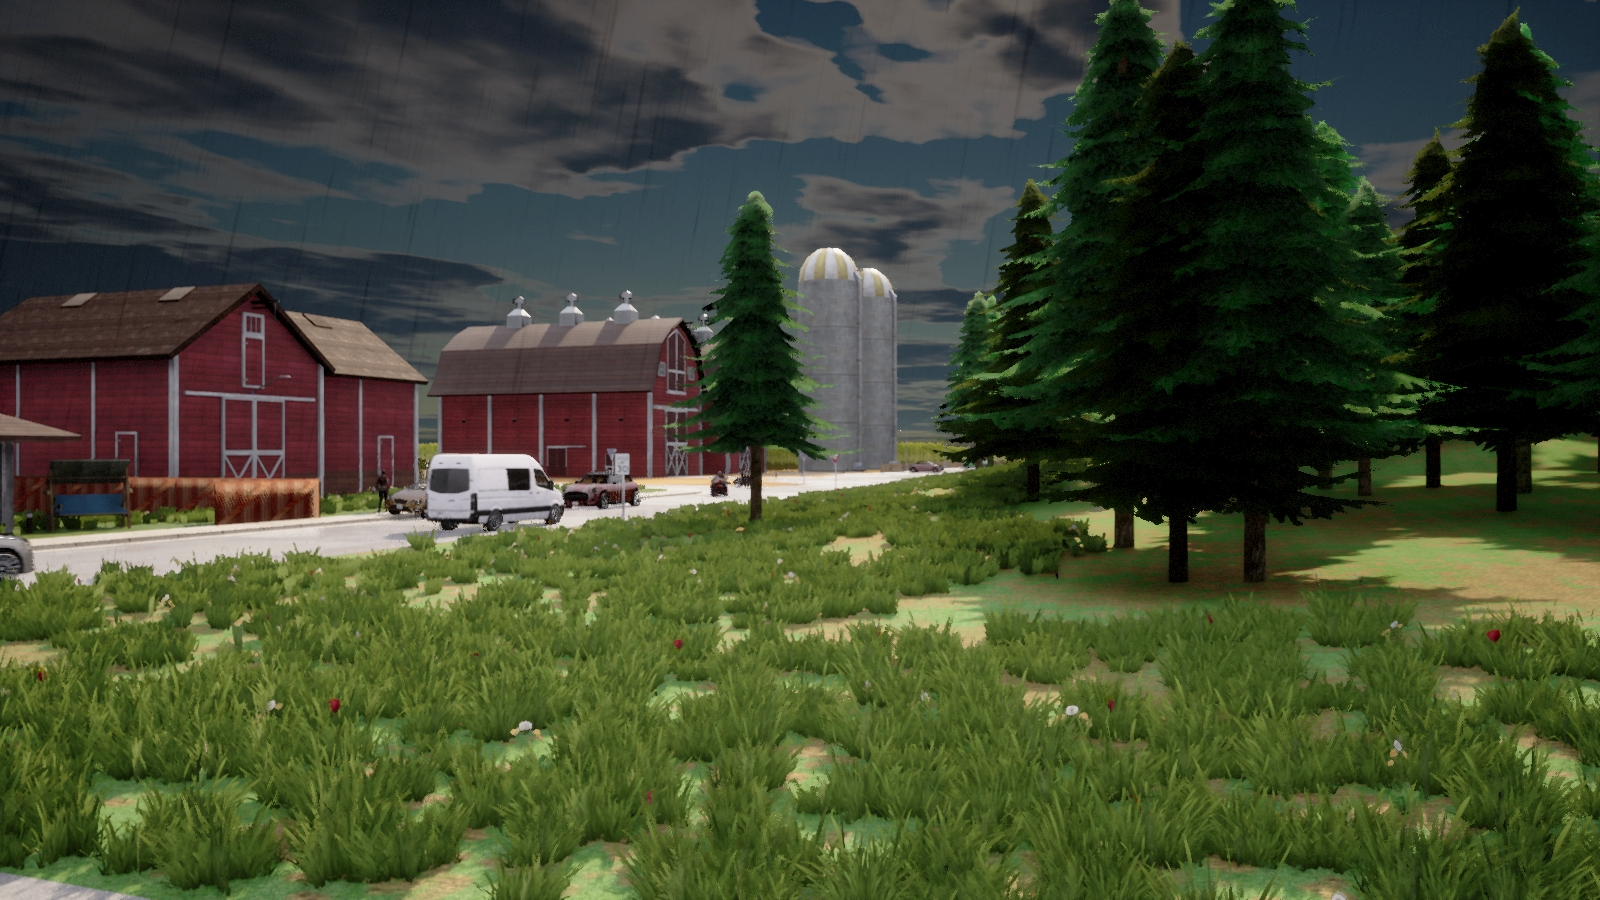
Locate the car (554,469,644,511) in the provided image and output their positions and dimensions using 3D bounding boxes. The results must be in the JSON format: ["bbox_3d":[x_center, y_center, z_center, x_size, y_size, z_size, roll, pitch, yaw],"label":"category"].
[{"bbox_3d":[-9.270,1.808,53.110,2.097,1.767,4.553,0,0,20],"label":"car"}]

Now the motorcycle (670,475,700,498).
[{"bbox_3d":[-6.682,2.111,66.633,0.867,1.251,2.209,0,0,20],"label":"motorcycle"}]

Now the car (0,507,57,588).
[{"bbox_3d":[-17.046,1.944,21.450,2.128,1.511,4.902,0,0,20],"label":"car"}]

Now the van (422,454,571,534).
[{"bbox_3d":[-10.400,1.431,39.774,1.988,2.561,5.915,0,0,20],"label":"van"}]

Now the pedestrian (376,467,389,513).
[{"bbox_3d":[-16.867,1.604,46.132,0.375,1.860,0.375,0,0,3],"label":"pedestrian"}]
